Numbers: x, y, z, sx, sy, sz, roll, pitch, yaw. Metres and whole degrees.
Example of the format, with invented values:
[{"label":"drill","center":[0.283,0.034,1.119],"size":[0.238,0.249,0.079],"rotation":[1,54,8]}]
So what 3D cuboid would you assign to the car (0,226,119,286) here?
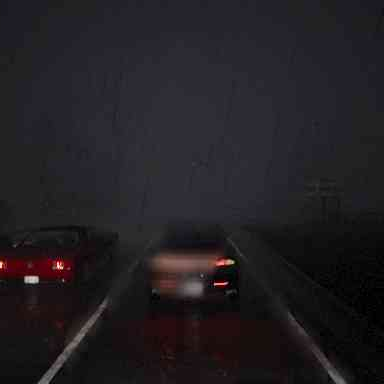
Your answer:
[{"label":"car","center":[-3.427,1.597,9.379],"size":[1.895,1.301,4.718],"rotation":[0,0,0]}]

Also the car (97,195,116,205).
[{"label":"car","center":[-15.014,1.324,59.931],"size":[2.097,1.767,4.553],"rotation":[0,0,0]}]

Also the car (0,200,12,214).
[{"label":"car","center":[-15.081,1.341,24.023],"size":[2.097,1.767,4.553],"rotation":[0,0,0]}]

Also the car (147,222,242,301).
[{"label":"car","center":[0.064,1.488,8.291],"size":[2.128,1.511,4.902],"rotation":[0,0,1]}]

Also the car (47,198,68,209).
[{"label":"car","center":[-18.559,1.505,46.287],"size":[1.812,1.442,4.674],"rotation":[0,0,0]}]

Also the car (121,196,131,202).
[{"label":"car","center":[-14.938,1.513,75.029],"size":[1.994,1.385,4.181],"rotation":[0,0,0]}]

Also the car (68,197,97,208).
[{"label":"car","center":[-15.060,1.543,45.985],"size":[1.994,1.385,4.181],"rotation":[0,0,0]}]

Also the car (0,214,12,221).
[{"label":"car","center":[-6.933,1.543,8.722],"size":[2.033,1.411,5.357],"rotation":[0,0,1]}]

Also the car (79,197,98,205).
[{"label":"car","center":[-18.511,1.574,59.682],"size":[1.895,1.301,4.718],"rotation":[0,0,1]}]

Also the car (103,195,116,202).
[{"label":"car","center":[-18.439,1.462,74.642],"size":[1.837,1.490,4.892],"rotation":[0,0,0]}]
